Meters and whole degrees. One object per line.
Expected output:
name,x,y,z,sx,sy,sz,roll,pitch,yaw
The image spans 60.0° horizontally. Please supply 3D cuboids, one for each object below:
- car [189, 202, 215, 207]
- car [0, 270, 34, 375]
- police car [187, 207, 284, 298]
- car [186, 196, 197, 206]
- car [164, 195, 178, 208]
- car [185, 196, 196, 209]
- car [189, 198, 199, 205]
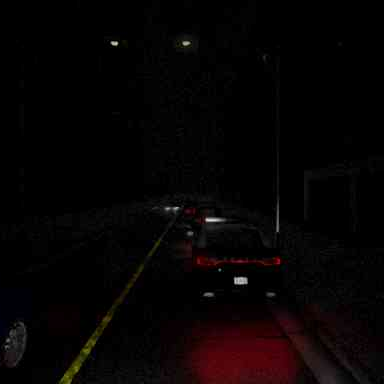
car,0.896,1.534,18.590,1.812,1.442,4.674,0,0,0
car,-3.101,1.526,2.887,1.812,1.442,4.674,0,0,0
police car,0.898,1.428,8.699,1.930,1.638,5.238,0,0,0
car,-0.014,1.522,58.725,1.882,1.535,5.008,0,0,0
car,-3.013,1.585,50.598,2.033,1.411,5.357,0,0,0
car,0.007,1.634,45.997,1.895,1.301,4.718,0,0,1
car,0.894,1.490,24.590,1.882,1.535,5.008,0,0,0
